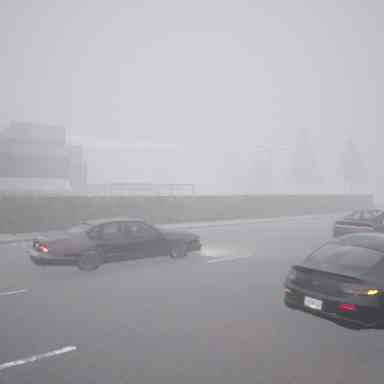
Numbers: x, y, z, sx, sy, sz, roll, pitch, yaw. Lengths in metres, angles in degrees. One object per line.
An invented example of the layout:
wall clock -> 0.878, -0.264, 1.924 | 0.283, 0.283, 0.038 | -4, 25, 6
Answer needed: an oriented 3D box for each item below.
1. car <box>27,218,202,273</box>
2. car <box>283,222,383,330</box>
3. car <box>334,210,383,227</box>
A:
car -> -2.270, 1.547, 10.721 | 5.357, 1.411, 2.033 | 0, 0, -35
car -> 3.713, 1.526, 6.406 | 4.674, 1.442, 1.812 | 0, 0, -36
car -> 7.689, 1.491, 13.515 | 4.902, 1.511, 2.128 | 0, 0, -35
